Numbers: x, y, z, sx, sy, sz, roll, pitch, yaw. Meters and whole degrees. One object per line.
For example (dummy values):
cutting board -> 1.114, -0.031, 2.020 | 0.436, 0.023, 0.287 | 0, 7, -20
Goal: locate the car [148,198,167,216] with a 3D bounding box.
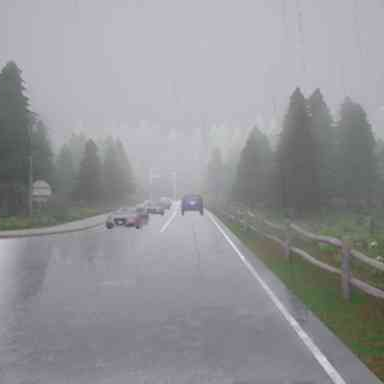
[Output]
car -> -3.694, 1.586, 32.073 | 1.994, 1.385, 4.181 | 0, 0, -2

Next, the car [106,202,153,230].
car -> -4.029, 1.579, 21.327 | 1.994, 1.385, 4.181 | 0, 0, 4

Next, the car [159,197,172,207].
car -> -4.187, 1.573, 53.827 | 1.812, 1.442, 4.674 | 0, 0, -1

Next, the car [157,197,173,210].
car -> -3.898, 1.391, 43.542 | 2.097, 1.767, 4.553 | 0, 0, -2

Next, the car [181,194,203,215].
car -> 0.002, 1.247, 34.899 | 2.150, 2.045, 5.566 | 0, 0, -1
